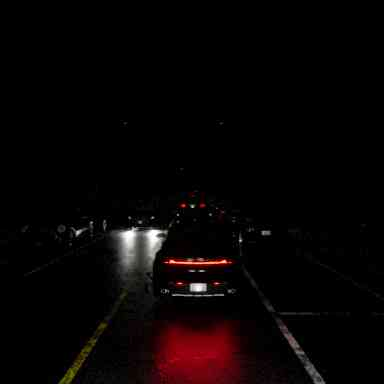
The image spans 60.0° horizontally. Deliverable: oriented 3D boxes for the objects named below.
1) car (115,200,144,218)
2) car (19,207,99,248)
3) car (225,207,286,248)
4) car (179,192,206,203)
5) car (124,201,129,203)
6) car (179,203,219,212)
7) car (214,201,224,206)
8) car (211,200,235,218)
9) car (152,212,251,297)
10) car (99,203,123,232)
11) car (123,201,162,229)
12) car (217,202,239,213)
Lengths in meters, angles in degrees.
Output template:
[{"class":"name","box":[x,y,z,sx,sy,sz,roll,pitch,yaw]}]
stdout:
[{"class":"car","box":[-5.719,1.544,31.029,1.887,1.381,4.507,-1,0,0]},{"class":"car","box":[-5.750,1.438,14.512,1.967,1.590,4.097,-1,0,0]},{"class":"car","box":[2.776,1.564,14.497,1.947,1.339,4.313,-1,0,0]},{"class":"car","box":[0.050,1.220,28.511,2.150,2.045,5.566,0,0,0]},{"class":"car","box":[-5.729,1.549,25.523,2.008,1.369,4.403,-1,0,0]},{"class":"car","box":[0.126,1.545,18.266,2.033,1.411,5.357,0,0,0]},{"class":"car","box":[2.796,1.543,25.508,1.887,1.381,4.507,-1,0,0]},{"class":"car","box":[2.806,1.543,31.013,1.887,1.381,4.507,-1,0,0]},{"class":"car","box":[0.117,1.503,8.528,1.837,1.490,4.892,0,0,0]},{"class":"car","box":[-5.739,1.564,20.018,1.947,1.339,4.313,-1,0,0]},{"class":"car","box":[-3.025,1.523,21.913,1.812,1.442,4.674,0,0,1]},{"class":"car","box":[2.786,1.543,20.002,1.887,1.381,4.507,-1,0,0]}]
